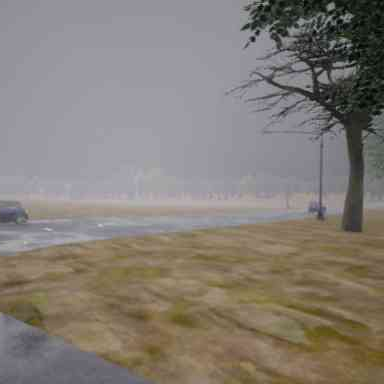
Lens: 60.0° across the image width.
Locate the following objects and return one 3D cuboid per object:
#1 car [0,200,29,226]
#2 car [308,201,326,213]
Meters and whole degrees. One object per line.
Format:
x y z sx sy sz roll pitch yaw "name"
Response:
-13.333 1.282 21.843 2.097 1.767 4.553 1 -1 37 "car"
22.106 2.713 58.796 2.150 2.045 5.566 1 -1 31 "car"
